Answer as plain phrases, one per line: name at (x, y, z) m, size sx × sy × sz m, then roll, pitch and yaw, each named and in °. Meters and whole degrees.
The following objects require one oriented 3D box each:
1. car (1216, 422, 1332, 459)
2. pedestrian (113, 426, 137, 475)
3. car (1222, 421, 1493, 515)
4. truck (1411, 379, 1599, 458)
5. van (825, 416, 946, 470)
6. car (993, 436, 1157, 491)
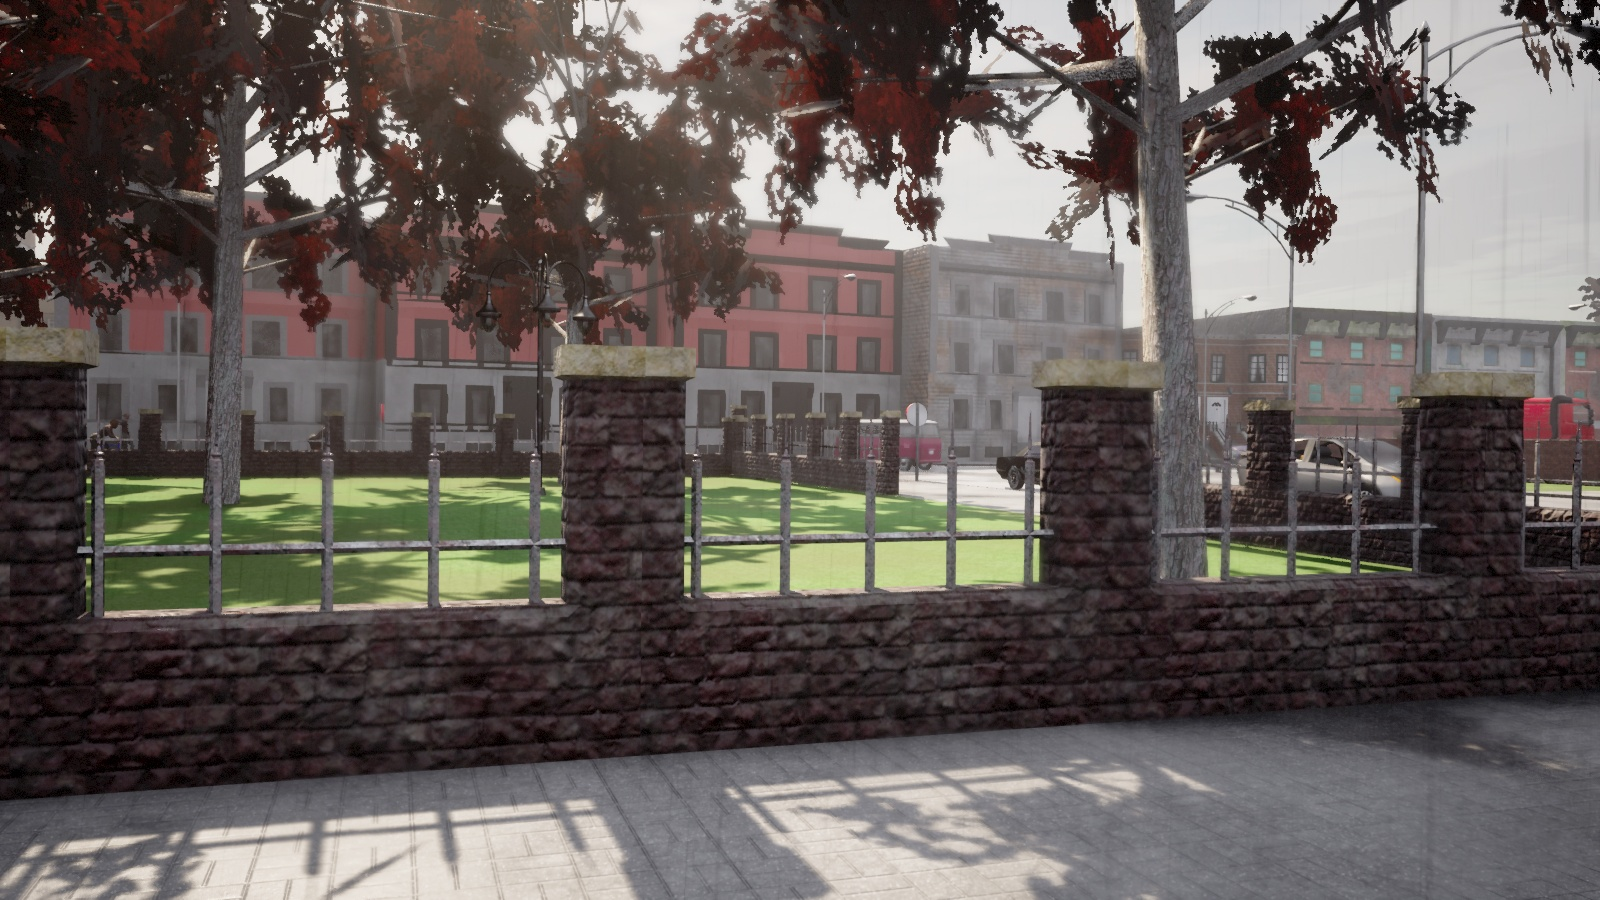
car at (22.012, -0.459, 58.345) m, size 4.856 × 1.649 × 2.033 m, roll -1°, pitch 1°, yaw -18°
pedestrian at (-25.925, 0.003, 48.246) m, size 0.720 × 1.854 × 0.376 m, roll -1°, pitch 1°, yaw -20°
car at (10.067, 0.260, 23.108) m, size 2.007 × 1.525 × 4.514 m, roll -1°, pitch 1°, yaw -20°
truck at (32.276, -1.467, 57.449) m, size 7.936 × 3.462 × 2.891 m, roll -1°, pitch 1°, yaw -18°
van at (3.302, -0.279, 48.771) m, size 4.442 × 1.987 × 1.775 m, roll 0°, pitch 1°, yaw 37°
car at (6.994, 0.294, 32.525) m, size 1.895 × 1.301 × 4.718 m, roll -1°, pitch 1°, yaw -20°
